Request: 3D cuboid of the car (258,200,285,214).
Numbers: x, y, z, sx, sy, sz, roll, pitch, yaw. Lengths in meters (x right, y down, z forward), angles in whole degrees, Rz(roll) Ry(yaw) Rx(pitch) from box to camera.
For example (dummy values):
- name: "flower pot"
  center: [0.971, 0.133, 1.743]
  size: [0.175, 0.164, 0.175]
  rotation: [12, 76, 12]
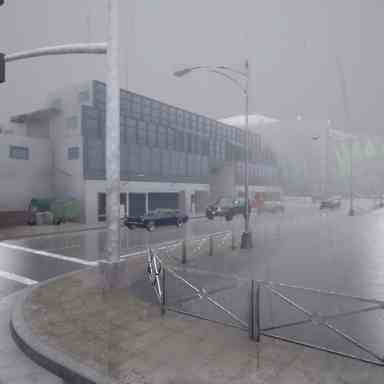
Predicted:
- name: "car"
  center: [9.201, 1.702, 38.256]
  size: [1.812, 1.442, 4.674]
  rotation: [0, 0, 36]

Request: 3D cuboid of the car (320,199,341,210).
- name: "car"
  center: [19.087, 1.681, 45.780]
  size: [1.837, 1.490, 4.892]
  rotation: [0, 0, 35]

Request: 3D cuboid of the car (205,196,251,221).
- name: "car"
  center: [3.427, 1.398, 30.183]
  size: [2.150, 2.045, 5.566]
  rotation: [0, 0, 36]

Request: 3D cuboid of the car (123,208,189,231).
- name: "car"
  center: [-2.303, 1.777, 22.153]
  size: [1.895, 1.301, 4.718]
  rotation: [0, 0, 35]
